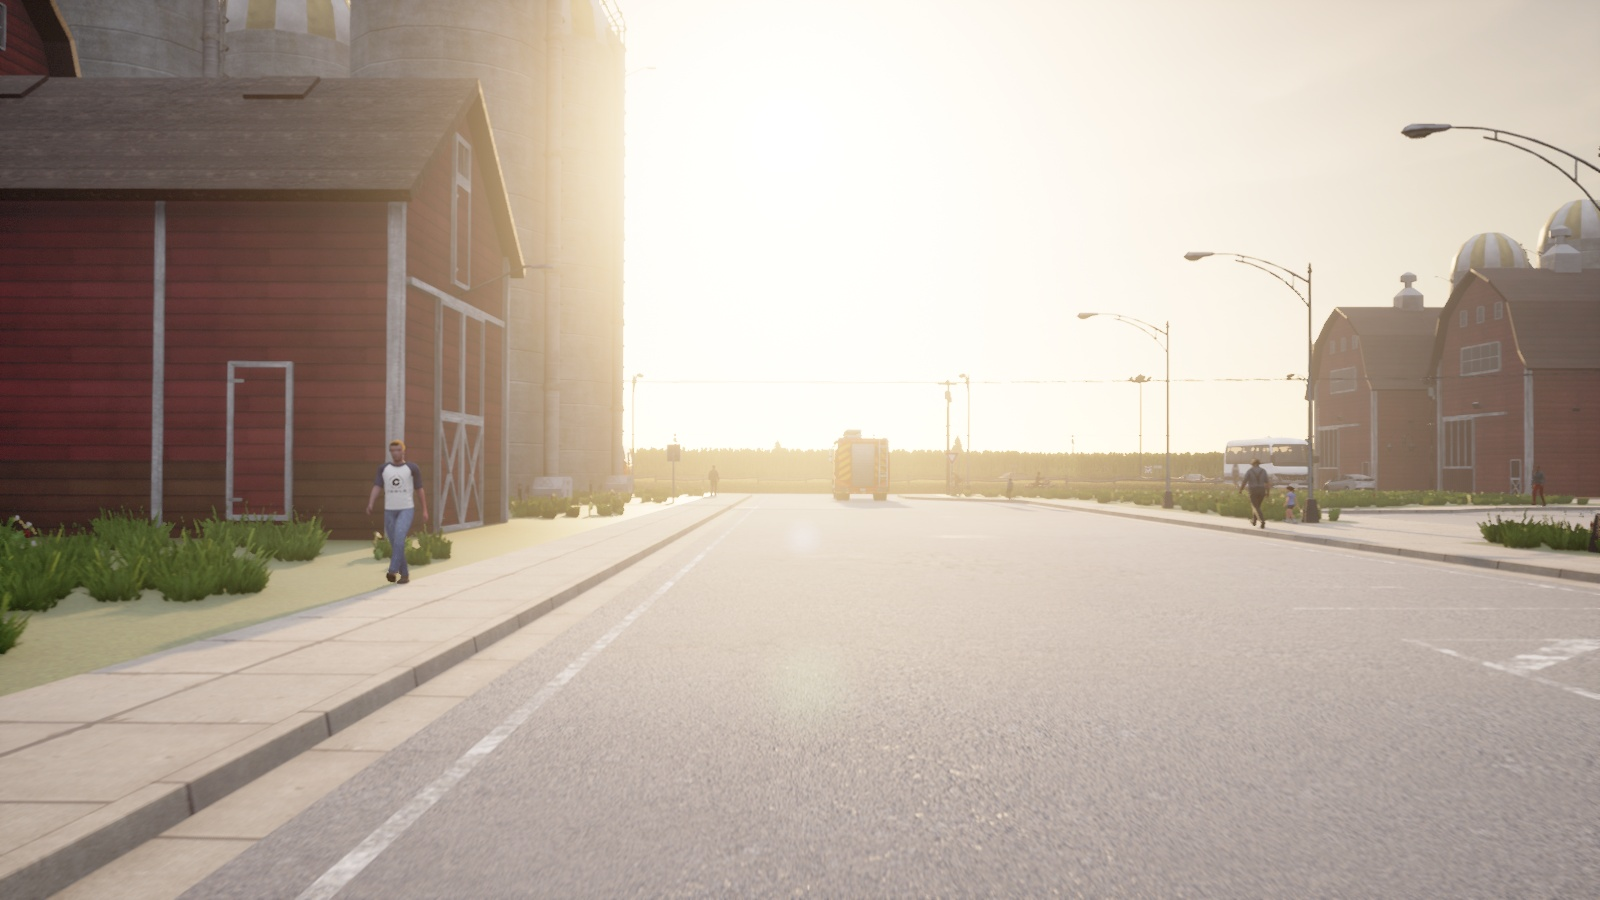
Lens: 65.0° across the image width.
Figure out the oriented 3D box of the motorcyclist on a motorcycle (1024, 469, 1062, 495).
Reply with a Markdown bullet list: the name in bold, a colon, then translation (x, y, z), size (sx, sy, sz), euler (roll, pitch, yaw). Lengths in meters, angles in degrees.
- **motorcyclist on a motorcycle**: translation (16.041, 2.109, 82.773), size (2.350, 1.649, 0.766), euler (0, -1, 1)

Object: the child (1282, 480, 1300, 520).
- **child**: translation (13.715, 1.392, 35.090), size (0.255, 1.110, 0.394), euler (1, -1, -38)

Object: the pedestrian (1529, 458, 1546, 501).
- **pedestrian**: translation (32.172, 1.273, 54.800), size (0.614, 1.847, 0.353), euler (0, -1, -29)

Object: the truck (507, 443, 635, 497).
- **truck**: translation (-15.119, 1.308, 83.161), size (7.936, 3.462, 2.891), euler (0, -1, 1)

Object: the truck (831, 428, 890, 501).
- **truck**: translation (3.323, 0.841, 70.792), size (2.891, 3.827, 8.468), euler (0, -1, 0)

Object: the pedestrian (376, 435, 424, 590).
- **pedestrian**: translation (-4.854, 0.749, 15.254), size (0.354, 1.836, 0.706), euler (0, -1, -1)

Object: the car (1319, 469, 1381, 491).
- **car**: translation (38.014, 2.080, 86.968), size (2.007, 1.525, 4.514), euler (0, -1, -4)

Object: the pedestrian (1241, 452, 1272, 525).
- **pedestrian**: translation (11.655, 0.969, 32.079), size (0.540, 1.848, 0.694), euler (0, -1, 1)

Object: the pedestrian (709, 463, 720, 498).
- **pedestrian**: translation (-4.732, 1.673, 69.614), size (0.423, 1.949, 0.788), euler (0, -1, 11)
